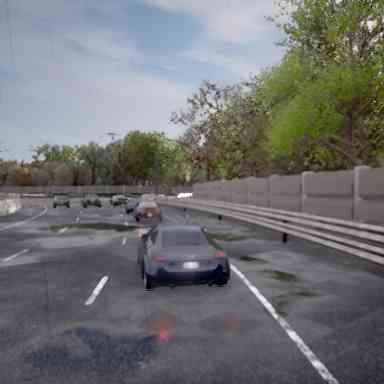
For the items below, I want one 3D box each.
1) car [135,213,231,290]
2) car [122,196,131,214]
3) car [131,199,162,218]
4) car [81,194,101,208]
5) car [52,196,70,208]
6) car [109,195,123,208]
[{"bbox_3d":[-0.412,1.508,9.045,1.994,1.385,4.181,0,1,-11],"label":"car"},{"bbox_3d":[-5.565,1.349,32.921,1.994,1.385,4.181,0,0,-14],"label":"car"},{"bbox_3d":[-3.378,1.362,24.941,1.812,1.442,4.674,0,0,-13],"label":"car"},{"bbox_3d":[-13.115,1.074,42.903,2.097,1.767,4.553,0,0,-24],"label":"car"},{"bbox_3d":[-16.711,1.221,42.402,2.128,1.511,4.902,0,1,-24],"label":"car"},{"bbox_3d":[-9.689,1.221,43.891,1.837,1.490,4.892,0,1,-24],"label":"car"}]
